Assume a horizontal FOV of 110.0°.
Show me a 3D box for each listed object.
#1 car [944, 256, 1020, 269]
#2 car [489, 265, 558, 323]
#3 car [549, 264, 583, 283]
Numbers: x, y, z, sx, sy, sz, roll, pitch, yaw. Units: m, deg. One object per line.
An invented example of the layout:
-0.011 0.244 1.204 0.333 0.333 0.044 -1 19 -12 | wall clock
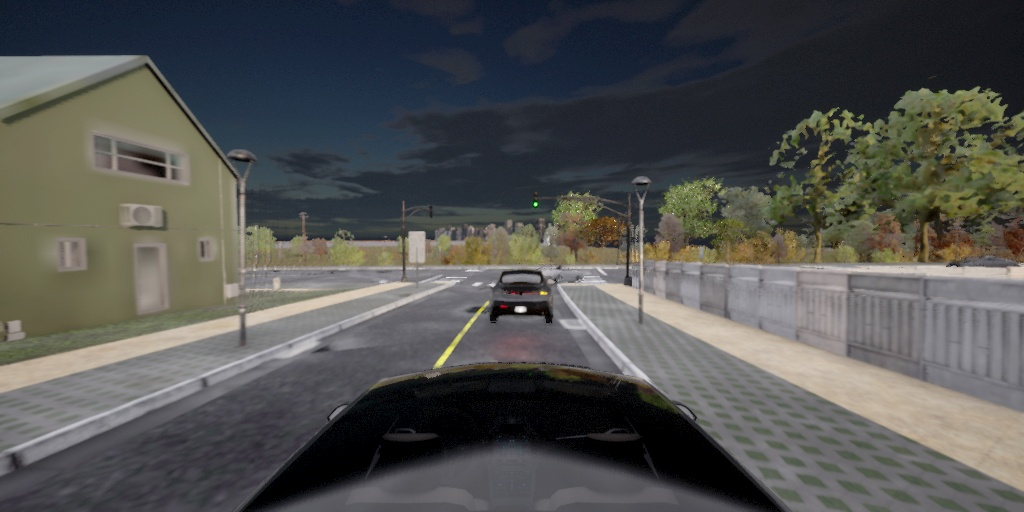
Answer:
39.915 0.708 30.496 4.181 1.385 1.994 0 3 8 | car
0.344 1.186 11.847 1.837 1.490 4.892 0 -1 3 | car
3.387 1.312 26.242 1.895 1.301 4.718 1 -3 38 | car
